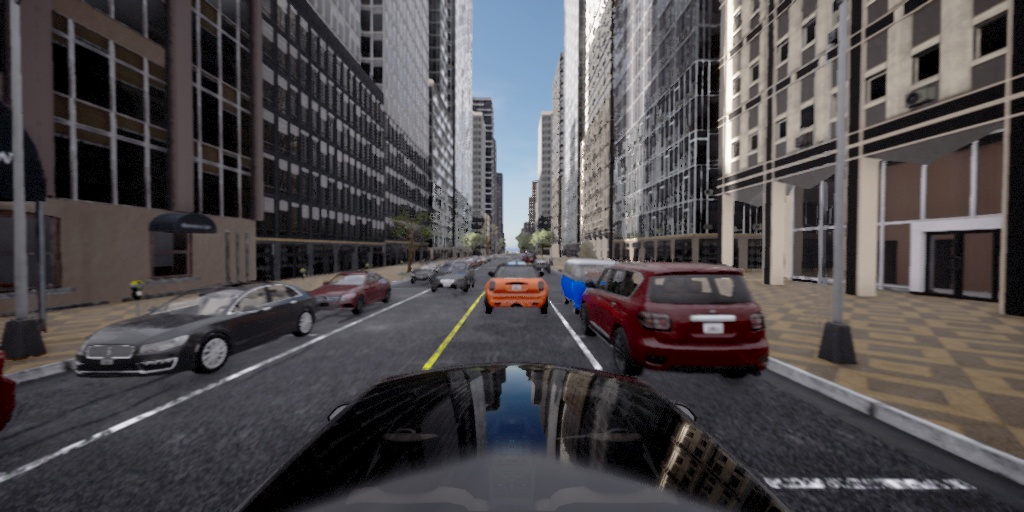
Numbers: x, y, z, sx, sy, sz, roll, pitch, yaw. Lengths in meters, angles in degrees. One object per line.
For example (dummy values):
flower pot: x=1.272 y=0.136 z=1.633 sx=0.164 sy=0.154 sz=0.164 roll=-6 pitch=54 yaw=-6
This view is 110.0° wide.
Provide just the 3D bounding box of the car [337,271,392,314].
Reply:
car: x=-5.642 y=1.207 z=12.910 sx=1.802 sy=1.307 sz=4.207 roll=0 pitch=0 yaw=0

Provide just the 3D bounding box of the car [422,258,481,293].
car: x=-3.002 y=1.067 z=19.129 sx=2.128 sy=1.511 sz=4.902 roll=0 pitch=1 yaw=0

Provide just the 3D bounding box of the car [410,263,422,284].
car: x=-5.577 y=1.068 z=24.276 sx=2.007 sy=1.370 sz=4.403 roll=0 pitch=0 yaw=0

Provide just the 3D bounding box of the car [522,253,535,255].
car: x=2.998 y=0.540 z=58.328 sx=2.192 sy=1.841 sz=5.009 roll=0 pitch=0 yaw=0

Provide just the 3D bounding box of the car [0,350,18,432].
car: x=-5.707 y=1.277 z=1.543 sx=1.888 sy=1.381 sz=4.507 roll=0 pitch=0 yaw=0

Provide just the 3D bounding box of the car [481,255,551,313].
car: x=0.157 y=0.992 z=13.500 sx=2.097 sy=1.767 sz=4.553 roll=0 pitch=1 yaw=0

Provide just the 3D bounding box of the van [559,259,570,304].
van: x=2.739 y=0.996 z=12.862 sx=1.690 sy=1.789 sz=3.998 roll=0 pitch=0 yaw=0

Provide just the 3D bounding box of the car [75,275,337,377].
car: x=-5.675 y=1.229 z=7.226 sx=2.007 sy=1.370 sz=4.403 roll=0 pitch=0 yaw=0

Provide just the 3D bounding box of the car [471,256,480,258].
car: x=-5.447 y=0.885 z=47.009 sx=1.802 sy=1.307 sz=4.207 roll=0 pitch=0 yaw=0

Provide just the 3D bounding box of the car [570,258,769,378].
car: x=2.706 y=1.023 z=7.178 sx=2.192 sy=1.841 sz=5.009 roll=0 pitch=0 yaw=0
